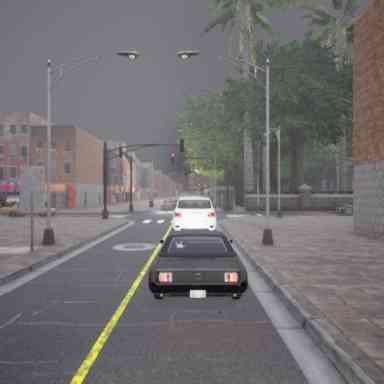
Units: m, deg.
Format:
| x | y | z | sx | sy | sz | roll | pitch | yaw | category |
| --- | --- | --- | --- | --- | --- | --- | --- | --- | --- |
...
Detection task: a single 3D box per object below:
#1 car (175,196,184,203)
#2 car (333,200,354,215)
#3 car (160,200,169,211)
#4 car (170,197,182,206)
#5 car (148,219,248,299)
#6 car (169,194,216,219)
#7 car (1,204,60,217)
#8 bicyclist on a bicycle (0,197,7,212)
| x | y | z | sx | sy | sz | roll | pitch | yaw | category |
| --- | --- | --- | --- | --- | --- | --- | --- | --- | --- |
| -2.637 | 1.633 | 71.594 | 1.895 | 1.301 | 4.718 | 0 | 0 | 0 | car |
| 16.355 | 1.467 | 32.439 | 4.892 | 1.490 | 1.837 | 0 | 0 | 0 | car |
| -2.824 | 1.616 | 41.812 | 1.895 | 1.301 | 4.718 | 0 | 0 | 2 | car |
| -2.743 | 1.552 | 56.510 | 1.812 | 1.442 | 4.674 | 0 | 0 | 0 | car |
| 0.114 | 1.599 | 8.371 | 1.895 | 1.301 | 4.718 | 0 | 0 | 0 | car |
| 0.134 | 1.222 | 18.136 | 2.150 | 2.045 | 5.566 | 0 | 0 | 0 | car |
| -14.394 | 1.559 | 29.710 | 4.829 | 1.417 | 1.752 | 0 | 0 | 0 | car |
| -20.087 | 1.356 | 35.359 | 0.582 | 1.620 | 1.656 | 0 | 0 | 0 | bicyclist on a bicycle |
